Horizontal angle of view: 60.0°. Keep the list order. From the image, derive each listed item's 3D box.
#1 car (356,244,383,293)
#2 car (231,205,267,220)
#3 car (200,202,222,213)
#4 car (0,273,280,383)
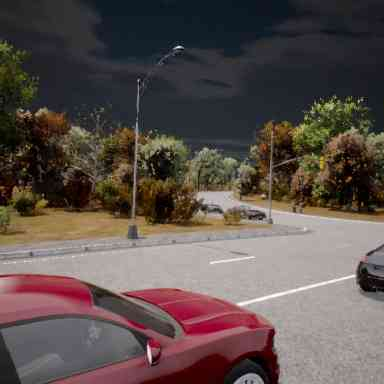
[{"bbox_3d":[5.777,1.665,7.922,4.181,1.385,1.994,1,-1,-35],"label":"car"},{"bbox_3d":[5.797,2.179,36.053,2.033,1.411,5.357,3,-1,-26],"label":"car"},{"bbox_3d":[2.558,2.084,44.757,1.994,1.385,4.181,3,0,-19],"label":"car"},{"bbox_3d":[-1.371,1.479,2.768,5.008,1.535,1.882,0,0,-36],"label":"car"}]
